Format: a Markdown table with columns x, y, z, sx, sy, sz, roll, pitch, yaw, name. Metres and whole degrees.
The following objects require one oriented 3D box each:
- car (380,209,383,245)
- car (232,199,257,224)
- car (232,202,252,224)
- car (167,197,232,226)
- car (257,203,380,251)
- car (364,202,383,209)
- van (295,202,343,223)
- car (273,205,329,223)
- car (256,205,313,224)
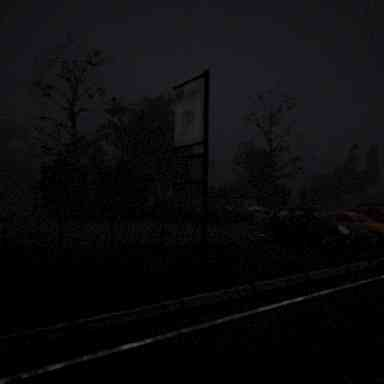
| x | y | z | sx | sy | sz | roll | pitch | yaw | name |
| --- | --- | --- | --- | --- | --- | --- | --- | --- | --- |
| 8.028 | 1.754 | 16.939 | 2.097 | 1.535 | 5.008 | 2 | -1 | -36 | car |
| 4.550 | 1.659 | 29.539 | 2.435 | 2.045 | 5.566 | 2 | -1 | -36 | car |
| 2.273 | 1.814 | 27.909 | 2.231 | 1.521 | 4.892 | 2 | -1 | -36 | car |
| 0.136 | 1.472 | 26.327 | 2.435 | 2.045 | 5.566 | 2 | -1 | -36 | car |
| 5.563 | 1.528 | 15.177 | 2.185 | 1.767 | 4.553 | 2 | -1 | -36 | car |
| 10.379 | 1.601 | 18.679 | 2.435 | 2.045 | 5.566 | 3 | -2 | -36 | car |
| 13.658 | 2.160 | 35.994 | 1.878 | 1.987 | 4.442 | 3 | -2 | -36 | van |
| 11.208 | 2.253 | 34.601 | 1.946 | 1.575 | 5.366 | 3 | -2 | -36 | car |
| 9.051 | 2.137 | 33.047 | 1.946 | 1.575 | 5.366 | 3 | -2 | -36 | car |
